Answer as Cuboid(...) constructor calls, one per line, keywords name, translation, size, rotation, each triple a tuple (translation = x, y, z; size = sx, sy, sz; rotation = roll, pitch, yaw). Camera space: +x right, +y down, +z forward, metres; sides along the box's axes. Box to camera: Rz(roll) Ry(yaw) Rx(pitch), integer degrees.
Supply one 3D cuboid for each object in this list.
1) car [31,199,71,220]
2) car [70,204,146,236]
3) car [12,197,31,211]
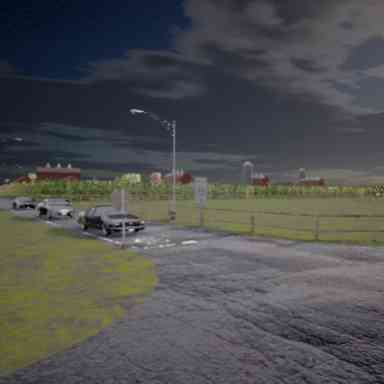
Cuboid(name="car", translation=(-10.800, 1.285, 26.264), size=(2.128, 1.511, 4.902), rotation=(0, 1, -37))
Cuboid(name="car", translation=(-4.599, 1.433, 18.243), size=(2.033, 1.411, 5.357), rotation=(0, 1, -39))
Cuboid(name="car", translation=(-18.596, 1.224, 36.766), size=(2.033, 1.411, 5.357), rotation=(0, 1, -36))
